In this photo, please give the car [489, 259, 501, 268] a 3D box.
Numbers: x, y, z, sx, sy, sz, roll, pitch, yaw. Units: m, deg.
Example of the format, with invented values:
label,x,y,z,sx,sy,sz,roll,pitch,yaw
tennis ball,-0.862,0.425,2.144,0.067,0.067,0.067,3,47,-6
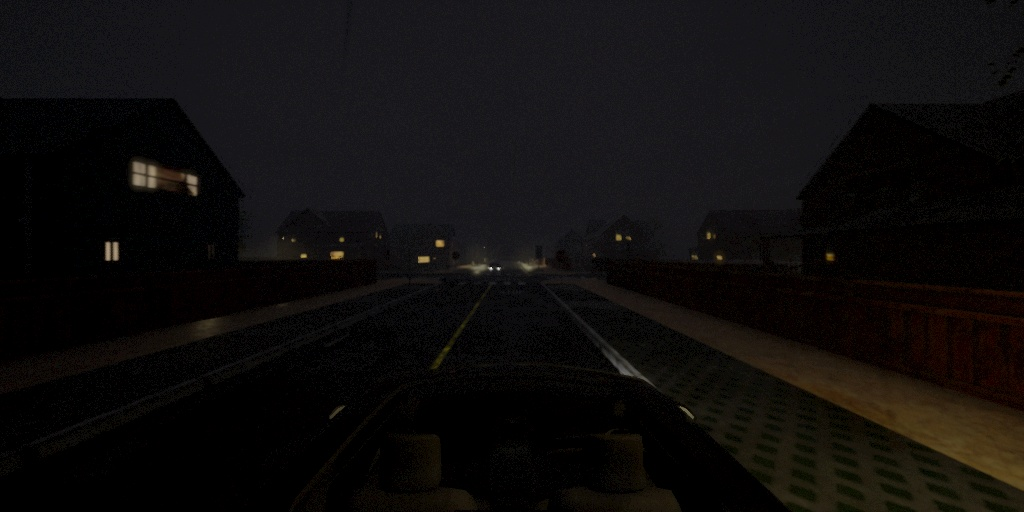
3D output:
label,x,y,z,sx,sy,sz,roll,pitch,yaw
car,-2.775,1.189,58.859,2.033,1.411,5.357,0,0,0
